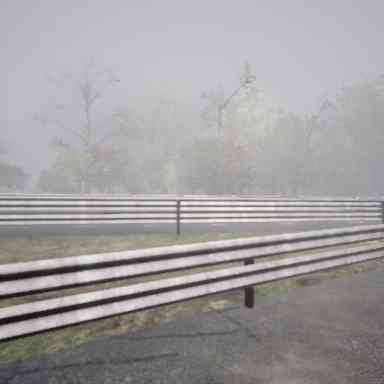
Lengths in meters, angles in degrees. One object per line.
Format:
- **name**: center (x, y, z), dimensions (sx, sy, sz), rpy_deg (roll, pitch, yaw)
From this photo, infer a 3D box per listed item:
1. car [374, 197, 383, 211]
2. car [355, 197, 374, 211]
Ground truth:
- **car**: center (18.244, 1.173, 27.868), dimensions (5.008, 1.535, 1.882), rpy_deg (1, 0, -16)
- **car**: center (17.336, 1.211, 31.249), dimensions (4.674, 1.442, 1.812), rpy_deg (1, 0, -16)
